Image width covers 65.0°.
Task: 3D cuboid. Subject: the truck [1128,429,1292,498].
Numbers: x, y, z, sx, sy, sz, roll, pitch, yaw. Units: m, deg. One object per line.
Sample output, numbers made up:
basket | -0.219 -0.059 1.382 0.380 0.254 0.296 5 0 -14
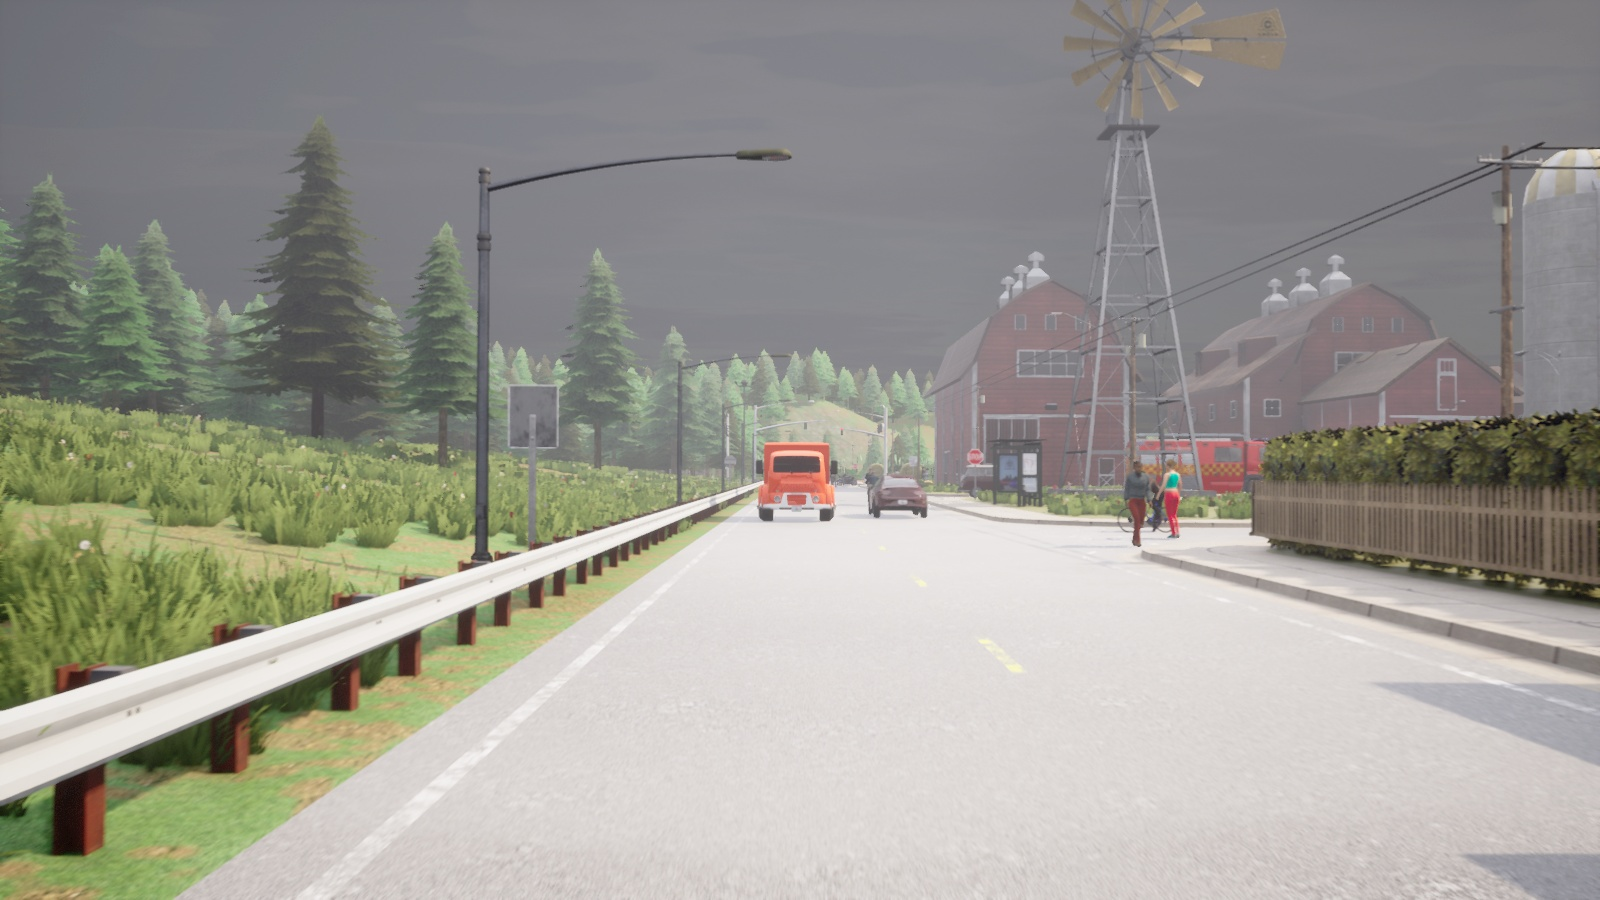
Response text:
truck | 23.572 0.776 72.413 8.468 3.827 2.891 0 -1 -1

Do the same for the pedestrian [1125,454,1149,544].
pedestrian | 6.988 1.011 26.044 0.353 1.847 0.614 0 -1 3

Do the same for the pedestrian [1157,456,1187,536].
pedestrian | 8.654 1.058 29.229 0.345 1.836 0.594 0 -1 -22

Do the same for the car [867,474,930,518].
car | 3.393 1.567 43.895 1.812 1.442 4.674 0 -1 0

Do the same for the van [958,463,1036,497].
van | 11.845 1.798 75.765 4.442 1.987 1.775 0 -1 1

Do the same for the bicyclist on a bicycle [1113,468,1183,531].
bicyclist on a bicycle | 9.087 1.284 32.795 1.656 1.620 0.582 0 -1 -4

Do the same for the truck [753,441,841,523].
truck | -0.101 1.019 40.547 2.627 2.467 5.204 0 -1 0
